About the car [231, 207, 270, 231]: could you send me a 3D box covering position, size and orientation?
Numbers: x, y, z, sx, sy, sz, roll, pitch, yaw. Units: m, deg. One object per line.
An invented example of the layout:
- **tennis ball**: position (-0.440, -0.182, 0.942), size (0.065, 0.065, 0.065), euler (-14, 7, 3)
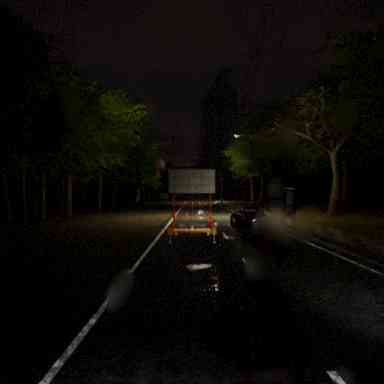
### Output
- **car**: position (3.617, 1.648, 21.117), size (1.994, 1.385, 4.181), euler (0, 0, 0)

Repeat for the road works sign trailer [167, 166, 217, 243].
- **road works sign trailer**: position (0.012, 0.529, 16.416), size (2.380, 3.560, 2.880), euler (0, 0, 0)
